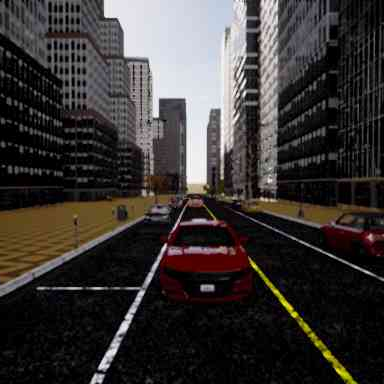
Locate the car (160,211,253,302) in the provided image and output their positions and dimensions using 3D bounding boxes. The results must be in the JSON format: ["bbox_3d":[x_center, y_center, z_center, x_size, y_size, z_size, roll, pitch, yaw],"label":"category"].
[{"bbox_3d":[0.285,1.471,8.539,1.882,1.535,5.008,0,0,0],"label":"car"}]

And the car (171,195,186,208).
[{"bbox_3d":[-2.214,1.417,45.702,1.967,1.590,4.097,-1,0,0],"label":"car"}]

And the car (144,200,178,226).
[{"bbox_3d":[-2.276,1.535,23.202,2.008,1.369,4.403,-1,0,0],"label":"car"}]

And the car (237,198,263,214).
[{"bbox_3d":[6.137,1.504,34.599,1.752,1.417,4.829,-1,0,0],"label":"car"}]

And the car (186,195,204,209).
[{"bbox_3d":[0.492,1.328,45.847,2.097,1.767,4.553,0,0,0],"label":"car"}]

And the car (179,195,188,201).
[{"bbox_3d":[-2.098,1.533,85.076,2.008,1.369,4.403,-1,0,0],"label":"car"}]

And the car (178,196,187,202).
[{"bbox_3d":[-2.130,1.561,73.826,1.802,1.307,4.206,-1,0,0],"label":"car"}]

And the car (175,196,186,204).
[{"bbox_3d":[-2.163,1.521,62.577,1.887,1.381,4.507,-1,0,0],"label":"car"}]

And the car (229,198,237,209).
[{"bbox_3d":[6.169,1.542,45.677,1.947,1.339,4.313,-1,0,0],"label":"car"}]

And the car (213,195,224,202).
[{"bbox_3d":[6.249,1.504,73.972,1.752,1.417,4.829,-1,0,0],"label":"car"}]

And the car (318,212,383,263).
[{"bbox_3d":[6.069,1.431,11.928,1.967,1.590,4.097,-1,0,0],"label":"car"}]
